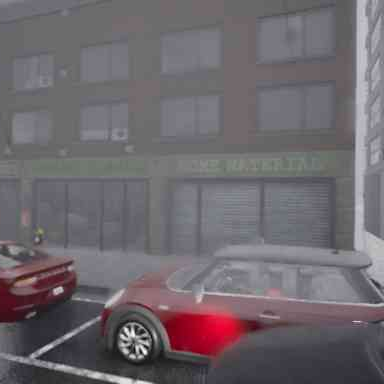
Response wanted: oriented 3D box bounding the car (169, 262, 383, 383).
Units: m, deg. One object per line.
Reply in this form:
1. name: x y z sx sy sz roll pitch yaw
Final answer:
1. car: 2.369 1.559 2.305 4.674 1.442 1.812 0 -1 19

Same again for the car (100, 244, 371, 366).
1. car: 0.704 1.506 4.851 4.097 1.590 1.967 0 0 19

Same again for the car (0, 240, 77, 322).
1. car: -4.491 1.636 6.672 4.507 1.381 1.887 0 0 19
